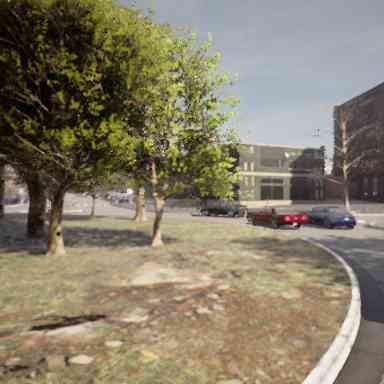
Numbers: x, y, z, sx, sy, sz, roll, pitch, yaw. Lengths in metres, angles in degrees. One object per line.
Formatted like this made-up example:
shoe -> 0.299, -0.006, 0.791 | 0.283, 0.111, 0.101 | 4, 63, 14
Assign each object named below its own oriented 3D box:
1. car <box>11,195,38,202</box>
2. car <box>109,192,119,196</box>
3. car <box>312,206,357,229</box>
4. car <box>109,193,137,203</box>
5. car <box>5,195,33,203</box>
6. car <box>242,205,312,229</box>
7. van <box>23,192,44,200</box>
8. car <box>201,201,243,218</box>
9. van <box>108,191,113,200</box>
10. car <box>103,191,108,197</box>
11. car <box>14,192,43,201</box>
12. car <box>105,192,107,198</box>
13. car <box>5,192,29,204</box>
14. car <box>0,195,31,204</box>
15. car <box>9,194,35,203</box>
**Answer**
car -> -36.258, 1.357, 71.962 | 4.892, 1.521, 2.231 | 0, 0, -17
car -> -14.772, 1.365, 70.695 | 4.553, 1.767, 2.185 | 0, 0, -17
car -> 9.017, 1.642, 22.619 | 1.994, 1.385, 4.181 | -1, 1, -18
car -> -13.259, 1.548, 65.475 | 4.792, 1.488, 2.163 | 0, 0, -17
car -> -34.648, 1.442, 66.682 | 4.674, 1.452, 2.002 | 0, 0, -17
car -> 5.605, 1.686, 22.694 | 1.895, 1.301, 4.718 | 0, 0, -21
van -> -39.337, 1.018, 82.550 | 4.442, 1.987, 1.878 | 0, 1, -17
car -> 3.032, 1.605, 31.481 | 4.902, 1.511, 2.128 | 0, 0, 42
van -> -15.755, 1.245, 73.435 | 4.442, 1.987, 1.878 | 0, 0, -17
car -> -19.599, 1.076, 86.660 | 5.566, 2.045, 2.435 | 0, 1, -17
car -> -37.876, 1.049, 77.230 | 5.566, 2.045, 2.435 | 0, 1, -17
car -> -18.062, 1.386, 81.452 | 5.008, 1.535, 2.097 | 0, 1, -17
car -> -33.020, 1.314, 61.409 | 4.553, 1.767, 2.185 | 0, 0, -17
car -> -33.856, 1.423, 64.043 | 5.008, 1.535, 2.097 | 0, 0, -17
car -> -35.420, 1.255, 69.329 | 4.553, 1.767, 2.185 | 0, 0, -17
